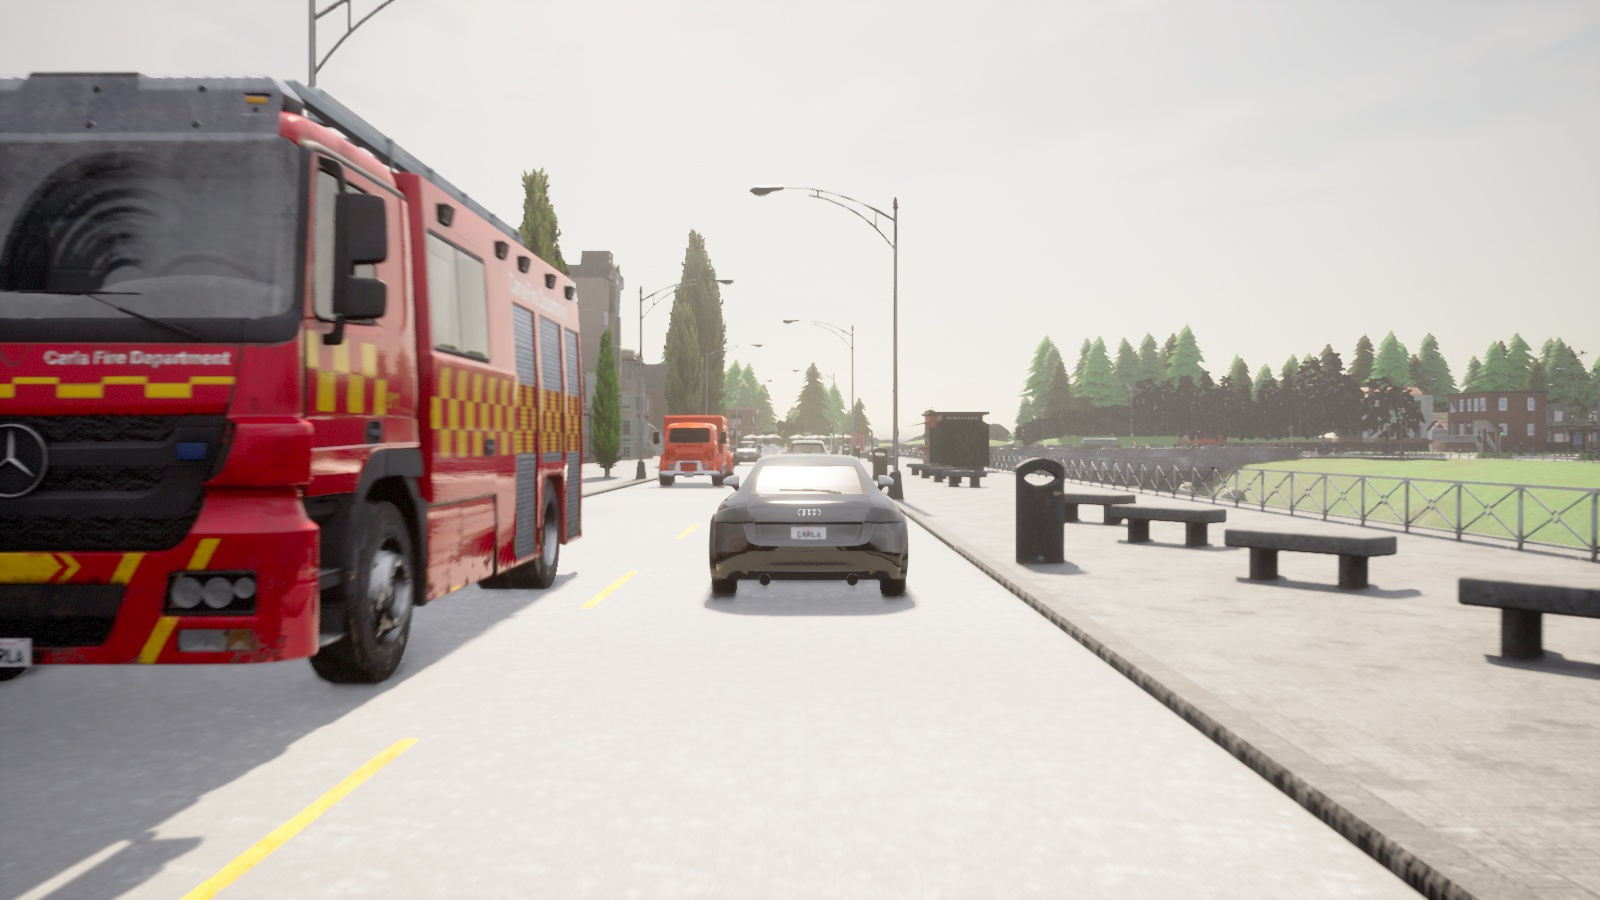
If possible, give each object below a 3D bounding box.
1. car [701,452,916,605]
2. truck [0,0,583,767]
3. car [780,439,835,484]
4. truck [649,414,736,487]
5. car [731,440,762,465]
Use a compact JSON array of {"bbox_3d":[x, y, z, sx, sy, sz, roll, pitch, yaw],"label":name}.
[{"bbox_3d":[0.091,0.733,13.719,1.994,1.385,4.181,0,0,0],"label":"car"},{"bbox_3d":[-3.929,-0.478,10.022,2.891,3.827,8.468,0,0,0],"label":"truck"},{"bbox_3d":[0.282,0.405,48.288,2.033,1.649,4.856,0,0,0],"label":"car"},{"bbox_3d":[-3.738,0.005,44.671,2.627,2.467,5.204,0,0,0],"label":"truck"},{"bbox_3d":[-3.522,0.171,83.637,1.851,1.617,3.988,0,0,0],"label":"car"}]
